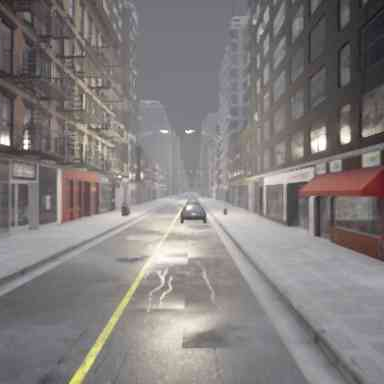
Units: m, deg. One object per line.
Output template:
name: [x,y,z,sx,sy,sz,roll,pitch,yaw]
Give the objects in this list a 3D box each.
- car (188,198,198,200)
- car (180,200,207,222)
car: [0.112,1.533,42.682,2.033,1.411,5.357,0,0,0]
car: [0.108,1.561,25.955,1.994,1.385,4.181,0,0,0]
